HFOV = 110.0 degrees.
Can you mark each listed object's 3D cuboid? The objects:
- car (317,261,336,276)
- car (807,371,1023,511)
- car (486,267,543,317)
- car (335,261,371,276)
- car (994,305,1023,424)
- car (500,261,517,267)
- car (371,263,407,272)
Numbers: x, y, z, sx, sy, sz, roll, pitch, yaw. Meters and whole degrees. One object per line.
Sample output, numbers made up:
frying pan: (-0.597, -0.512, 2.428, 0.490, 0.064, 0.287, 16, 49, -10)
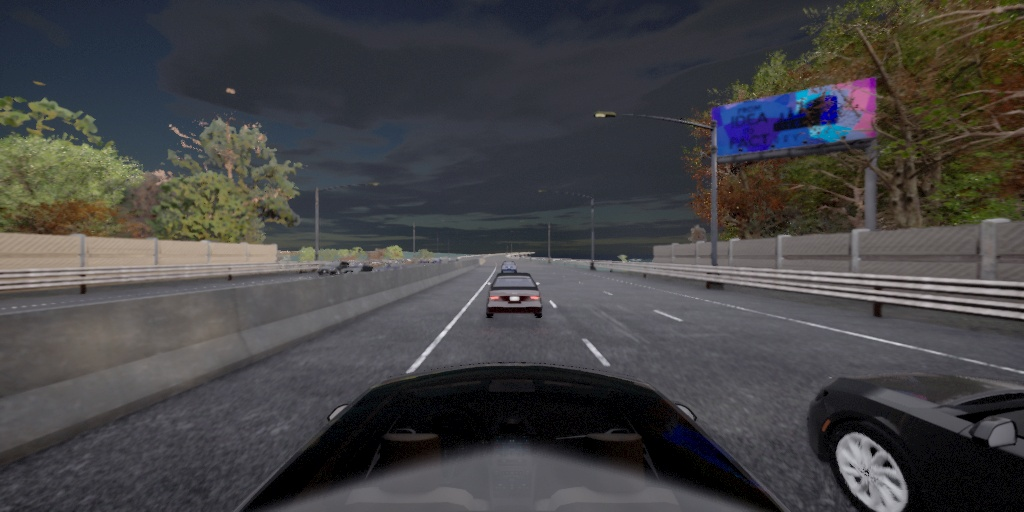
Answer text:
car: (-17.952, 1.246, 36.655, 1.837, 1.490, 4.892, 0, 0, -1)
car: (3.593, 1.254, 1.236, 1.837, 1.490, 4.892, 0, 0, 0)
car: (0.057, 1.296, 13.017, 2.033, 1.411, 5.357, 0, 0, 0)
car: (-14.398, 1.305, 33.669, 1.994, 1.385, 4.181, 0, 0, -1)
car: (7.091, 1.312, 2.439, 1.994, 1.385, 4.181, 0, 0, 0)
car: (-0.368, 1.276, 42.044, 2.033, 1.411, 5.357, 0, 0, -1)
car: (-10.884, 1.341, 32.904, 1.895, 1.301, 4.718, 0, 0, -1)
